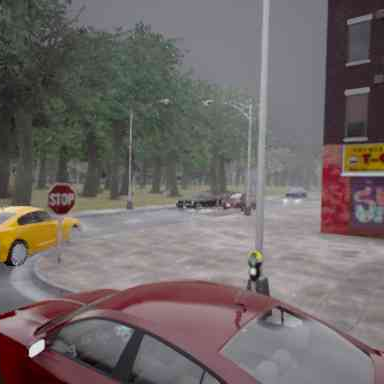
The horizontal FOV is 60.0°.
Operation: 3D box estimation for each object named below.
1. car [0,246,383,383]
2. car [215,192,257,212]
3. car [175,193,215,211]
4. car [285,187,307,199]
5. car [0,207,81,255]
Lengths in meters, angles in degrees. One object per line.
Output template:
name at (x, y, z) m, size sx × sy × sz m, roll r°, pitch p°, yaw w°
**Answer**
car at (-0.258, 1.516, 2.978) m, size 4.507 × 1.381 × 1.887 m, roll 1°, pitch 2°, yaw 36°
car at (4.084, 0.752, 27.033) m, size 1.812 × 1.442 × 4.674 m, roll 2°, pitch 3°, yaw 35°
car at (0.689, 0.771, 27.355) m, size 1.895 × 1.301 × 4.718 m, roll 2°, pitch 3°, yaw 35°
car at (14.731, 0.112, 46.882) m, size 1.882 × 1.535 × 5.008 m, roll 2°, pitch 2°, yaw 36°
car at (-5.437, 1.205, 10.683) m, size 1.882 × 1.535 × 5.008 m, roll 1°, pitch 3°, yaw 9°
